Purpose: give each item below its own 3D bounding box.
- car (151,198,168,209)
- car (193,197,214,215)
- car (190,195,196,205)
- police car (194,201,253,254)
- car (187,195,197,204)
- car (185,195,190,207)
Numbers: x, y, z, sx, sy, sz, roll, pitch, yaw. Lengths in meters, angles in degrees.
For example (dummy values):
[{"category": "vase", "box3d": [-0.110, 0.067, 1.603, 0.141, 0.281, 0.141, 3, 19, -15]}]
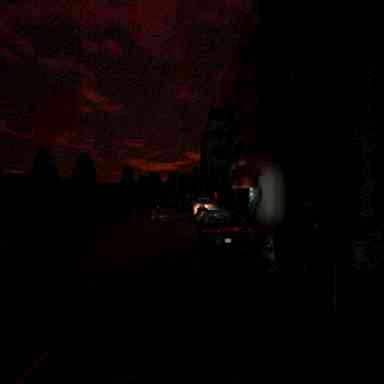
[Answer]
[{"category": "car", "box3d": [-4.130, 1.418, 42.739, 2.033, 1.411, 5.357, 0, 0, 0]}, {"category": "car", "box3d": [1.178, 1.384, 23.546, 1.801, 1.575, 5.366, 0, 0, 0]}, {"category": "car", "box3d": [1.120, 1.211, 29.325, 2.097, 1.767, 4.553, -3, 0, 0]}, {"category": "police car", "box3d": [1.176, 1.379, 13.467, 1.930, 1.638, 5.238, 0, 0, 0]}, {"category": "car", "box3d": [-0.055, 1.318, 61.479, 1.837, 1.490, 4.892, 0, 0, 0]}, {"category": "car", "box3d": [-0.034, 1.348, 47.461, 2.128, 1.511, 4.902, 0, 0, 0]}]
